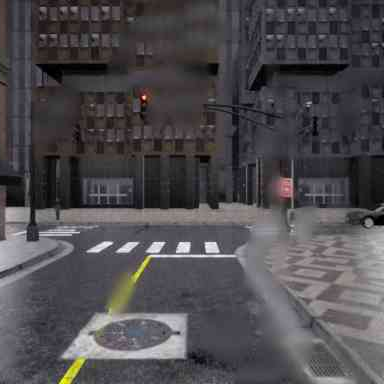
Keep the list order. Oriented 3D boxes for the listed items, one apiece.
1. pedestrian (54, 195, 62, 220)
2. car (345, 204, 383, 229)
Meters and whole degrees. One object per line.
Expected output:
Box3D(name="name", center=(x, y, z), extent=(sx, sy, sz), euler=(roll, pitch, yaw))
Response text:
Box3D(name="pedestrian", center=(-9.842, 1.152, 24.394), extent=(0.375, 1.860, 0.375), euler=(0, 0, 1))
Box3D(name="car", center=(12.369, 1.458, 21.116), extent=(5.008, 1.535, 1.882), euler=(0, 0, 1))
